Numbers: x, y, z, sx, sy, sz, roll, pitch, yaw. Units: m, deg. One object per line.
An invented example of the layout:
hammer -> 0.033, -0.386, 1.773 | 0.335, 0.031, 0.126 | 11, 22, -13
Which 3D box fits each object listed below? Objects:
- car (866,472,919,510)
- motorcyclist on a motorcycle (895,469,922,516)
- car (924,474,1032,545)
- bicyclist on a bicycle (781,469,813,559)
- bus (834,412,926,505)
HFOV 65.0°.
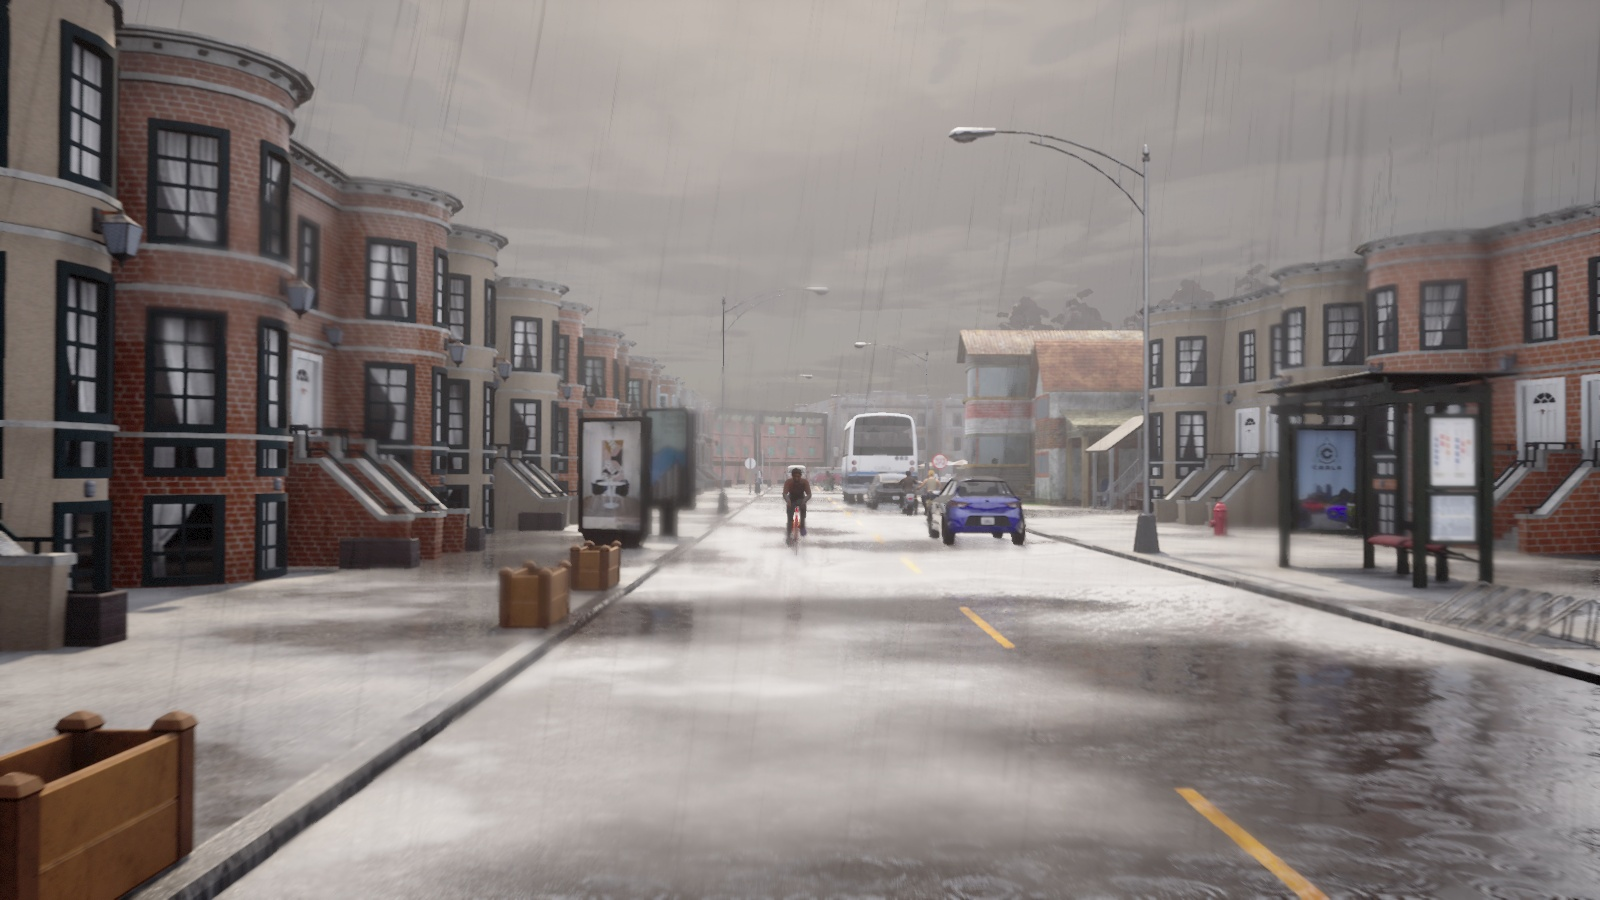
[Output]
car -> 3.876, 1.693, 53.106 | 1.837, 1.490, 4.892 | 0, -1, 0
motorcyclist on a motorcycle -> 3.894, 1.509, 45.371 | 0.766, 1.649, 2.350 | 0, -1, 0
car -> 3.934, 1.288, 28.398 | 1.816, 1.474, 4.193 | 0, -1, 0
bicyclist on a bicycle -> -0.055, 1.160, 23.425 | 0.582, 1.620, 1.656 | 0, -1, 0
bus -> 3.836, 0.481, 63.199 | 3.944, 4.253, 10.273 | 0, -1, 0
